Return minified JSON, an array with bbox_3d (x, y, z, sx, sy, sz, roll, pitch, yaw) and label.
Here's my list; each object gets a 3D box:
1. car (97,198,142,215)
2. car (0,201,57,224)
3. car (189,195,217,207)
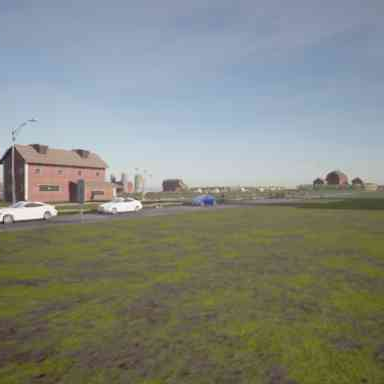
[{"bbox_3d":[-6.804,1.296,31.721,1.812,1.442,4.674,0,1,36],"label":"car"},{"bbox_3d":[-12.206,1.432,24.202,1.812,1.442,4.674,0,1,34],"label":"car"},{"bbox_3d":[1.498,1.084,43.177,1.812,1.442,4.674,0,1,37],"label":"car"}]
